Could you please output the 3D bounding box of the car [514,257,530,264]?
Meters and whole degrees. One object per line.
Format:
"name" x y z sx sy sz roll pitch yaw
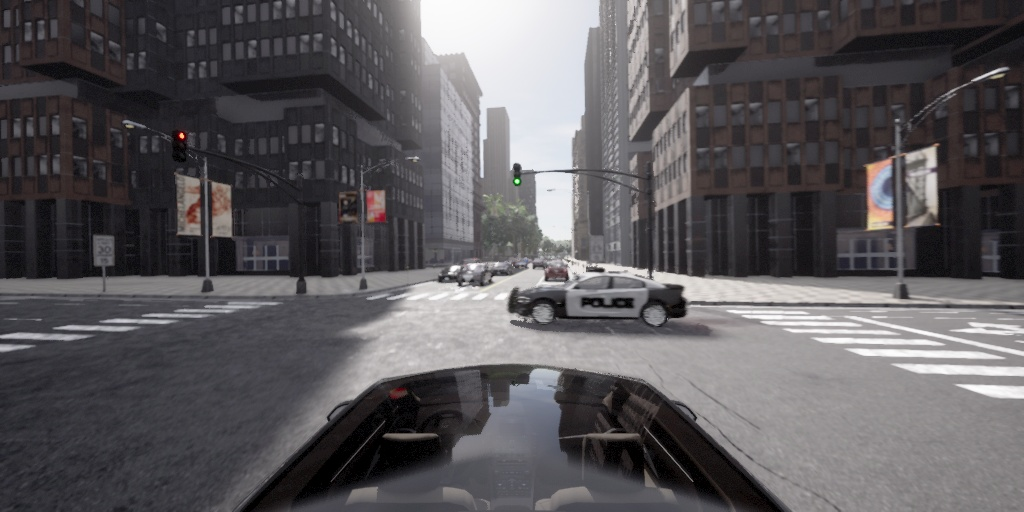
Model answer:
"car" 1.655 1.389 59.526 2.033 1.411 5.357 -1 0 7

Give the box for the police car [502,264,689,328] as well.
"police car" 2.508 1.156 10.928 5.238 1.638 1.930 0 0 7

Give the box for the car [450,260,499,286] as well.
"car" -2.640 1.300 26.343 2.128 1.511 4.902 -1 0 7

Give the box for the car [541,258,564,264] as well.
"car" 3.631 1.146 29.166 1.967 1.591 4.097 0 0 7

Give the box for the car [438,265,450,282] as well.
"car" -4.825 1.425 30.240 1.948 1.339 4.313 0 0 7

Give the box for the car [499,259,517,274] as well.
"car" -1.020 1.367 39.095 2.033 1.411 5.357 -1 0 7

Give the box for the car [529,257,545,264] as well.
"car" 4.169 1.287 55.487 1.837 1.490 4.892 -1 0 7
